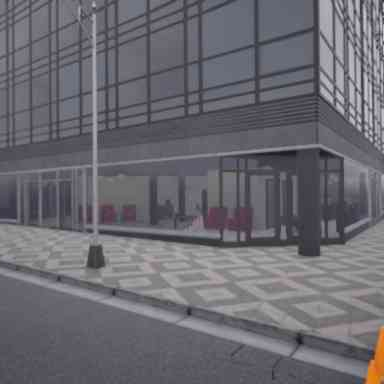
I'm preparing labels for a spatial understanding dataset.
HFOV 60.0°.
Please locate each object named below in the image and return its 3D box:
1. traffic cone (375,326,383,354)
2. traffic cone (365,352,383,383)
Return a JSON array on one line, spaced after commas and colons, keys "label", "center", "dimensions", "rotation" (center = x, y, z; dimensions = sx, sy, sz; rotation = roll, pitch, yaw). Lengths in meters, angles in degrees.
[{"label": "traffic cone", "center": [2.358, 1.959, 4.100], "dimensions": [0.340, 0.580, 0.340], "rotation": [0, 0, 35]}, {"label": "traffic cone", "center": [1.786, 1.958, 3.276], "dimensions": [0.340, 0.580, 0.340], "rotation": [0, 0, 35]}]
